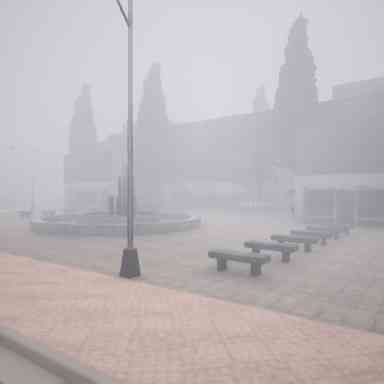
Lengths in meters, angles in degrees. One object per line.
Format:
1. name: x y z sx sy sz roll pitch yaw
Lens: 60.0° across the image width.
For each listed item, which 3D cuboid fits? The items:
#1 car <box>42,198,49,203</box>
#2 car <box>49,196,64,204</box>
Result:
1. car: -27.231 1.495 66.920 2.033 1.411 5.357 0 0 33
2. car: -24.421 1.502 64.838 2.033 1.411 5.357 0 0 33
